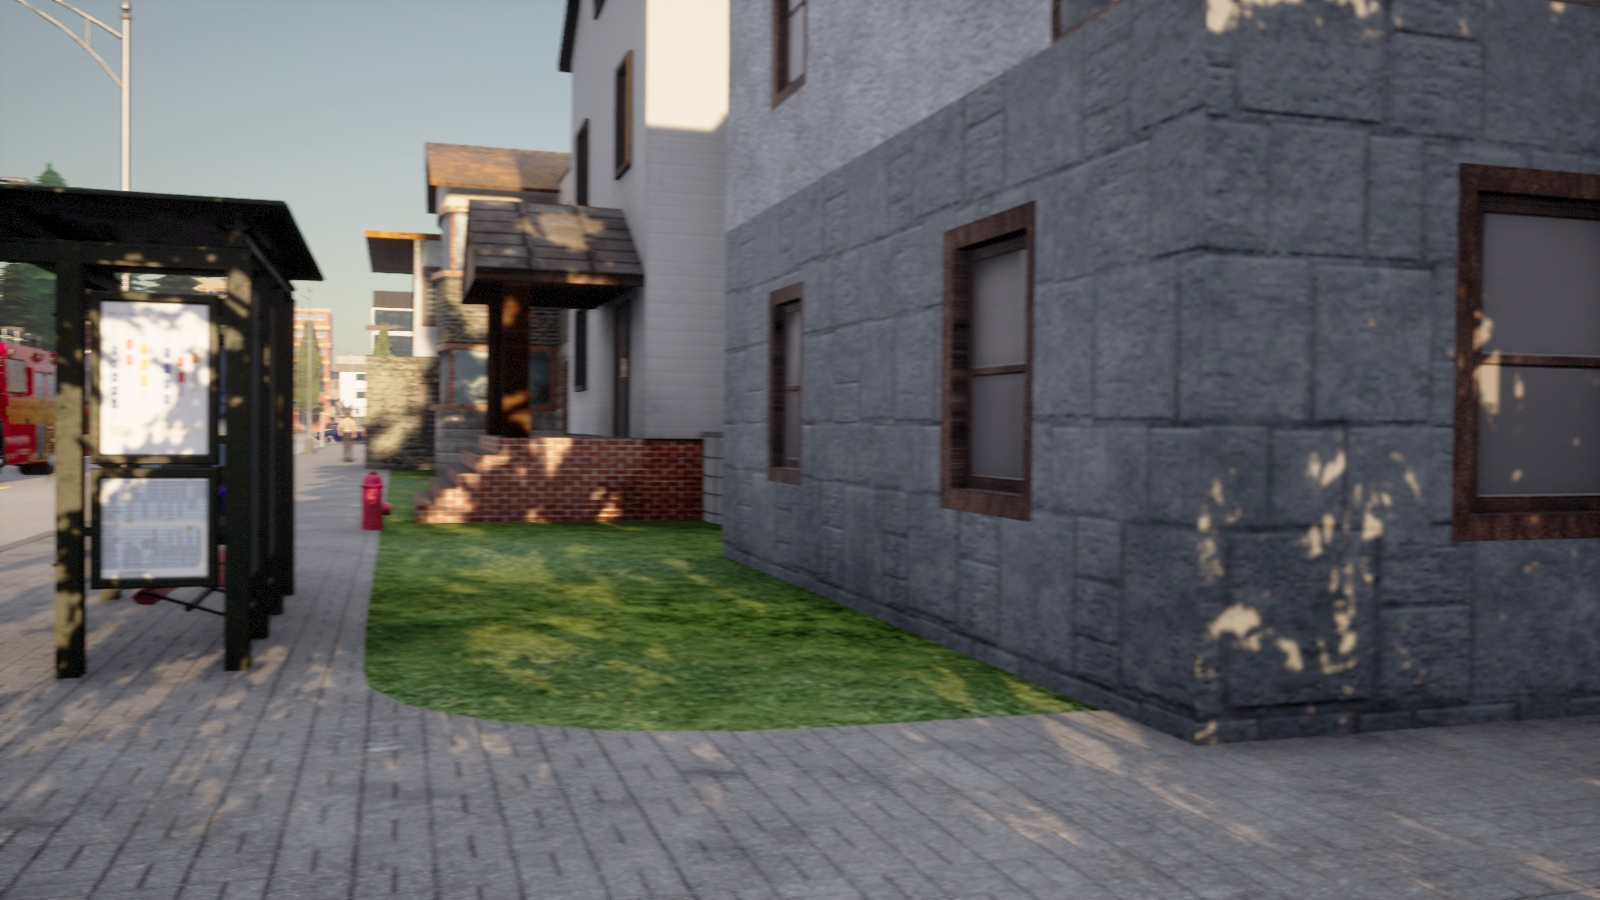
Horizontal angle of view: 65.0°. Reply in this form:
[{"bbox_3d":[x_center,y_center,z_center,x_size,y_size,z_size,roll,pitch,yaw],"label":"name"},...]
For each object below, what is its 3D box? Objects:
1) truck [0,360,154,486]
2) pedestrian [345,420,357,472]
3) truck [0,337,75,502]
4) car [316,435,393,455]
[{"bbox_3d":[-24.427,-0.903,42.751,2.891,3.827,8.468,-1,1,-18],"label":"truck"},{"bbox_3d":[-15.949,-0.148,44.618,0.345,1.836,0.594,-1,1,-17],"label":"pedestrian"},{"bbox_3d":[-20.751,-0.730,31.238,2.891,3.827,8.468,-1,1,-18],"label":"truck"},{"bbox_3d":[-29.965,-0.344,84.440,4.718,1.301,1.895,-1,1,-26],"label":"car"}]
